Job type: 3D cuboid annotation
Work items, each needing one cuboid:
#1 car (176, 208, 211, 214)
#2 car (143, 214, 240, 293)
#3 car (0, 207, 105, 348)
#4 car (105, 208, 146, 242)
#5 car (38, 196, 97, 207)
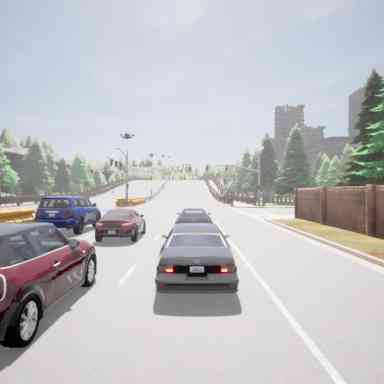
[{"bbox_3d":[0.101,1.564,18.205,1.994,1.385,4.181,0,0,0],"label":"car"},{"bbox_3d":[0.100,1.547,8.965,2.033,1.411,5.357,0,0,0],"label":"car"},{"bbox_3d":[-3.401,1.352,6.456,2.097,1.767,4.553,0,0,0],"label":"car"},{"bbox_3d":[-3.402,1.526,16.255,1.812,1.442,4.674,0,0,-1],"label":"car"},{"bbox_3d":[-6.899,1.222,19.043,2.150,2.045,5.566,0,0,0],"label":"car"}]
